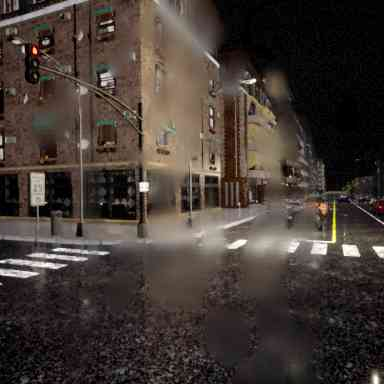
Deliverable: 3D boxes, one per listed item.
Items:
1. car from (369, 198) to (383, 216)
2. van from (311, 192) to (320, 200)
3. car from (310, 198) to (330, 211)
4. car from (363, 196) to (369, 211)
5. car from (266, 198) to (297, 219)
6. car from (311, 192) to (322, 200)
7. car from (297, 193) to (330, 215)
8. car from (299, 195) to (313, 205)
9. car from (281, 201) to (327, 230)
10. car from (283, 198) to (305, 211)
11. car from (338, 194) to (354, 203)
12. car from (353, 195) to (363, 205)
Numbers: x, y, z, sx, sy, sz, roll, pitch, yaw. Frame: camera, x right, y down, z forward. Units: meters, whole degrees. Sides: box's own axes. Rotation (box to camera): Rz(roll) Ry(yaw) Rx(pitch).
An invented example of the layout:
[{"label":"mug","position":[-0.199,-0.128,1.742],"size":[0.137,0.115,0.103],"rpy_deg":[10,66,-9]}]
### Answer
[{"label":"car","position":[17.213,1.386,29.607],"size":[1.802,1.307,4.206],"rpy_deg":[-1,0,23]},{"label":"van","position":[29.695,1.036,80.022],"size":[1.690,1.788,3.998],"rpy_deg":[-1,0,23]},{"label":"car","position":[14.758,1.384,38.309],"size":[1.994,1.385,4.181],"rpy_deg":[0,0,23]},{"label":"car","position":[19.457,1.333,34.844],"size":[2.008,1.369,4.403],"rpy_deg":[-1,0,23]},{"label":"car","position":[7.262,1.442,27.661],"size":[2.008,1.369,4.403],"rpy_deg":[-1,0,23]},{"label":"car","position":[31.938,0.994,85.257],"size":[2.192,1.841,5.009],"rpy_deg":[-1,0,23]},{"label":"car","position":[10.746,1.212,29.148],"size":[2.097,1.767,4.553],"rpy_deg":[0,0,23]},{"label":"car","position":[18.413,1.310,53.685],"size":[1.752,1.417,4.829],"rpy_deg":[-1,0,23]},{"label":"car","position":[6.870,1.464,20.149],"size":[1.994,1.385,4.181],"rpy_deg":[0,0,23]},{"label":"car","position":[11.749,1.397,38.133],"size":[2.008,1.369,4.403],"rpy_deg":[-1,0,23]},{"label":"car","position":[26.940,1.275,58.865],"size":[1.994,1.385,4.181],"rpy_deg":[0,0,23]},{"label":"car","position":[26.188,1.270,50.552],"size":[2.008,1.369,4.403],"rpy_deg":[-1,0,23]}]
